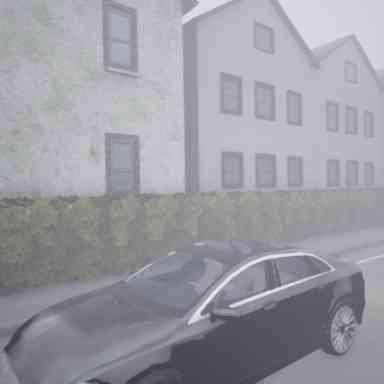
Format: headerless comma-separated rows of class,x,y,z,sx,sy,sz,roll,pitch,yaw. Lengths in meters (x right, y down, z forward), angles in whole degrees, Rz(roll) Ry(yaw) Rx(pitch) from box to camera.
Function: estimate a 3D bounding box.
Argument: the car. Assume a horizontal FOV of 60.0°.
car,0.340,1.438,4.268,4.902,1.511,2.128,-1,1,-37
